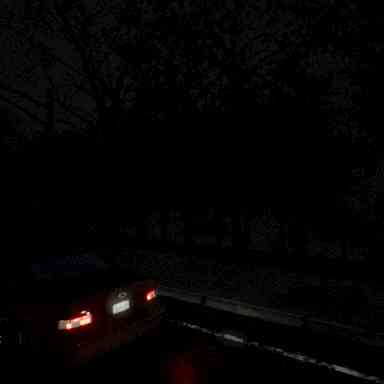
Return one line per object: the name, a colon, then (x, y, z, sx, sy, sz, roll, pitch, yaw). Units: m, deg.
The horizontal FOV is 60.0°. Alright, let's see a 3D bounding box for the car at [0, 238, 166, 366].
car: (-2.966, 1.546, 5.811, 5.357, 1.411, 2.033, 0, 0, 36)
